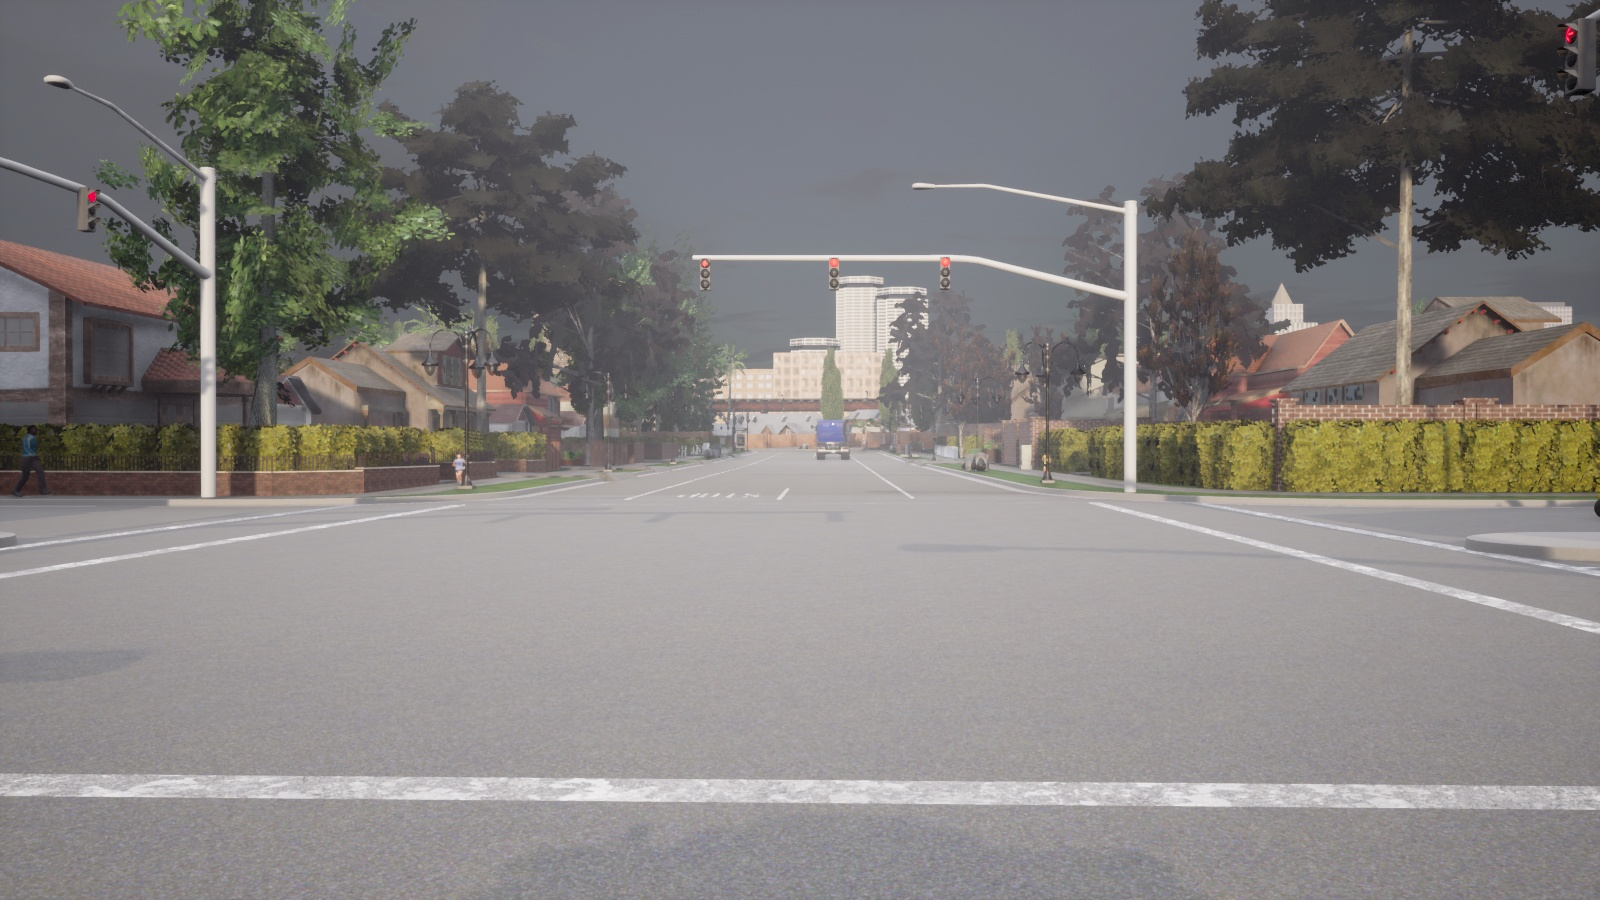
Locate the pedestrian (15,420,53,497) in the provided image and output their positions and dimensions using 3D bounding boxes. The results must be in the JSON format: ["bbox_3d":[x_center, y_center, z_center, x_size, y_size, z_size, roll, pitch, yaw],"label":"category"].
[{"bbox_3d":[-19.105,0.209,31.324,0.692,1.930,0.396,0,0,3],"label":"pedestrian"}]

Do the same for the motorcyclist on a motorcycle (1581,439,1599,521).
[{"bbox_3d":[16.364,0.575,24.398,1.817,1.590,0.866,0,0,1],"label":"motorcyclist on a motorcycle"}]

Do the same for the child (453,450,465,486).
[{"bbox_3d":[-10.722,0.560,39.491,0.255,1.110,0.394,0,0,0],"label":"child"}]
